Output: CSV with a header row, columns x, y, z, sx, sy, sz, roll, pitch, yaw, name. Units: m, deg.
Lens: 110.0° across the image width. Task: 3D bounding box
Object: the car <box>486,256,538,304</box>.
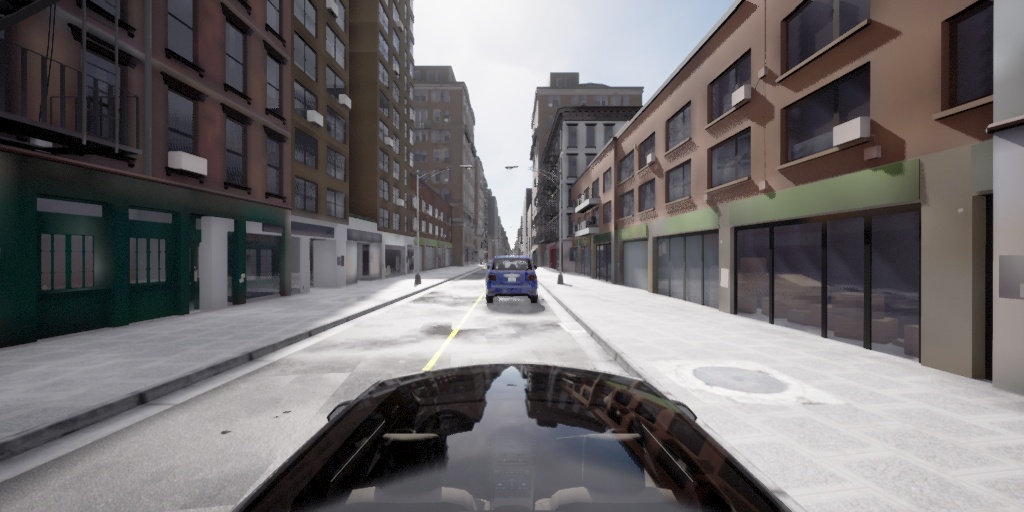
x,y,z,sx,sy,sz,roll,pitch,yaw,name
0.000,1.003,16.530,2.150,2.045,5.566,0,0,0,car
